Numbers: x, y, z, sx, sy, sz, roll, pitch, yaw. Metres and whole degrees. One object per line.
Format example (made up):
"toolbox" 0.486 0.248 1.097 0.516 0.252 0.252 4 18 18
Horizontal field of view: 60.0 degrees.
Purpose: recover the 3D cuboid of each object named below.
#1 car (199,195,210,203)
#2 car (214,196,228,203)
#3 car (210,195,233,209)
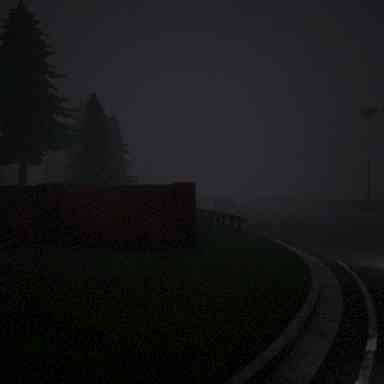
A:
"car" 3.019 1.522 75.022 2.097 1.767 4.553 0 0 -10
"car" 6.499 1.709 75.463 1.994 1.385 4.181 0 0 -10
"car" 4.437 1.576 47.851 1.882 1.535 5.008 0 0 -10
